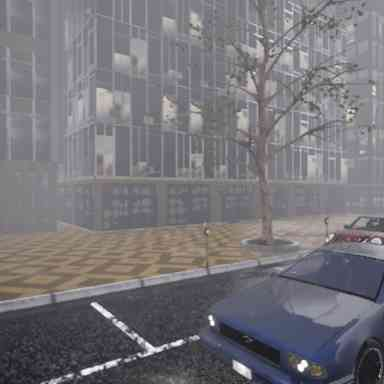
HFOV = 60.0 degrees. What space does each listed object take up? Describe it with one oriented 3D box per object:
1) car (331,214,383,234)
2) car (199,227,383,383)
[{"bbox_3d":[6.132,1.466,10.948,4.097,1.590,1.967,0,0,-36],"label":"car"},{"bbox_3d":[2.711,1.559,5.193,5.357,1.411,2.033,0,0,-36],"label":"car"}]
